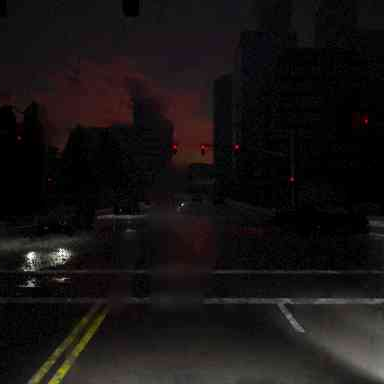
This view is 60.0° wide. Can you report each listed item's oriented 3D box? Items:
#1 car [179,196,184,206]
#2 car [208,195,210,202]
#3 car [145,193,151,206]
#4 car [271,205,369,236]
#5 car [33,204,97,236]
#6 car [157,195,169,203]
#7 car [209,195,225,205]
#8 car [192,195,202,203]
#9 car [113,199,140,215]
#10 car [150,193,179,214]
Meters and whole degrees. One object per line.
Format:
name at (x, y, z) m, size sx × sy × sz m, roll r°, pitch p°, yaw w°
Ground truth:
car at (-2.713, 1.581, 53.134) m, size 1.895 × 1.301 × 4.718 m, roll 0°, pitch 0°, yaw 1°
car at (4.606, 1.450, 77.185) m, size 1.882 × 1.535 × 5.008 m, roll 0°, pitch 0°, yaw 1°
car at (-6.209, 1.202, 53.619) m, size 2.150 × 2.045 × 5.566 m, roll 0°, pitch 0°, yaw 1°
car at (6.801, 1.485, 17.988) m, size 4.902 × 1.511 × 2.128 m, roll 0°, pitch 0°, yaw 21°
car at (-6.857, 1.471, 18.438) m, size 1.882 × 1.535 × 5.008 m, roll 0°, pitch 0°, yaw 2°
car at (-5.967, 1.490, 69.437) m, size 2.128 × 1.511 × 4.902 m, roll 0°, pitch 0°, yaw 1°
car at (4.512, 1.527, 56.400) m, size 2.033 × 1.411 × 5.357 m, roll 0°, pitch 0°, yaw 1°
car at (1.015, 1.328, 67.479) m, size 2.097 × 1.767 × 4.553 m, roll 0°, pitch 0°, yaw 1°
car at (-6.564, 1.492, 33.816) m, size 1.837 × 1.490 × 4.892 m, roll 0°, pitch 0°, yaw 4°
car at (-2.879, 1.209, 36.275) m, size 2.150 × 2.045 × 5.566 m, roll 0°, pitch 0°, yaw 0°
